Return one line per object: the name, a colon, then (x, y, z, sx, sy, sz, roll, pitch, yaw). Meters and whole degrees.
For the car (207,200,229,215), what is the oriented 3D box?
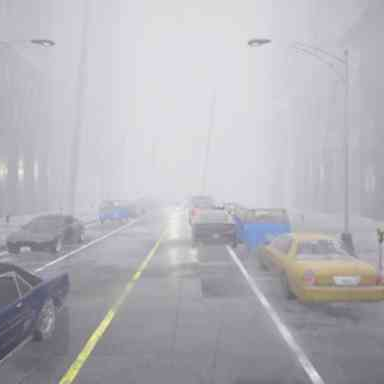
car: (2.762, 1.660, 36.255, 2.008, 1.369, 4.403, 0, 0, 0)

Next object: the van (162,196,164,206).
van: (-5.763, 1.503, 53.156, 1.690, 1.788, 3.998, 0, 0, 0)

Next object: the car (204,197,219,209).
car: (2.763, 1.584, 47.527, 1.967, 1.590, 4.097, 0, 0, 0)

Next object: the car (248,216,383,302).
car: (2.760, 1.550, 8.244, 1.752, 1.417, 4.829, 0, 0, 0)

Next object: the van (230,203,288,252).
van: (2.760, 1.382, 13.710, 1.690, 1.788, 3.998, 0, 0, 0)

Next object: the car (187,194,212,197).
car: (0.860, 1.316, 31.057, 2.150, 2.045, 5.566, 0, 0, 0)

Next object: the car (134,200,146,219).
car: (-5.763, 1.658, 30.608, 1.947, 1.339, 4.313, 0, 0, 0)

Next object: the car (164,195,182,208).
car: (-3.010, 1.686, 52.864, 1.812, 1.442, 4.674, 0, 0, 0)

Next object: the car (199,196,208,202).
car: (2.764, 1.689, 81.345, 1.967, 1.590, 4.097, 0, 0, 0)

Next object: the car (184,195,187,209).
car: (0.004, 1.369, 48.430, 2.150, 2.045, 5.566, 0, 0, 0)

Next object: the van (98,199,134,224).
van: (-5.764, 1.416, 24.972, 1.690, 1.788, 3.998, 0, 0, 0)

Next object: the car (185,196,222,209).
car: (0.774, 1.427, 24.976, 2.097, 1.767, 4.553, 0, 0, -1)

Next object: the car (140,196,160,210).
car: (-5.763, 1.442, 41.882, 2.192, 1.841, 5.009, 0, 0, 0)

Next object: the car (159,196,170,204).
car: (-5.761, 1.654, 70.066, 1.967, 1.590, 4.097, 0, 0, 0)

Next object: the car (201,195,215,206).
car: (2.763, 1.494, 58.801, 2.192, 1.841, 5.009, 0, 0, 0)

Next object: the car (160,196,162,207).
car: (-5.762, 1.689, 47.518, 1.887, 1.381, 4.507, 0, 0, 0)

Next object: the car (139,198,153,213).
car: (-5.763, 1.675, 36.245, 1.947, 1.339, 4.313, 0, 0, 0)

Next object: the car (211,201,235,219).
car: (2.762, 1.618, 30.789, 1.752, 1.417, 4.829, 0, 0, 0)

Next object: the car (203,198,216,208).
car: (2.763, 1.727, 53.164, 1.947, 1.339, 4.313, 0, 0, 0)

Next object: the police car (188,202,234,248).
police car: (0.901, 1.470, 15.136, 1.930, 1.638, 5.238, 0, 0, 0)

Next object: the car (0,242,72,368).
car: (-3.100, 1.612, 3.733, 1.895, 1.301, 4.718, 0, 0, 0)

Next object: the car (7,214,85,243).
car: (-5.764, 1.607, 13.698, 1.947, 1.339, 4.313, 0, 0, 0)

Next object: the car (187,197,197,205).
car: (0.004, 1.701, 65.757, 1.837, 1.490, 4.892, 0, 0, 0)
